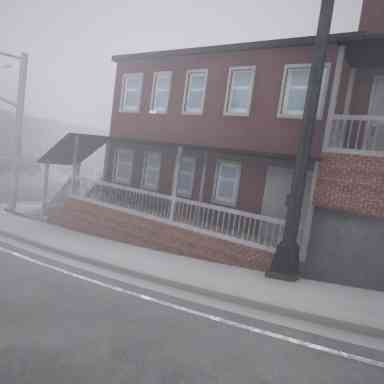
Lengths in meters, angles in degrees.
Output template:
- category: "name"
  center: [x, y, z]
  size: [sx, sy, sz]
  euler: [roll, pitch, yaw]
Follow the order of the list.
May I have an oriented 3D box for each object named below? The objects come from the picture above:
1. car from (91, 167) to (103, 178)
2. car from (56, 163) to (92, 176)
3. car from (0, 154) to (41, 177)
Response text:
- category: "car"
  center: [-10.347, -2.495, 44.128]
  size: [1.882, 1.535, 5.008]
  euler: [11, 6, 35]
- category: "car"
  center: [-15.163, -3.034, 43.368]
  size: [1.837, 1.490, 4.892]
  euler: [11, 6, 35]
- category: "car"
  center: [-18.030, -2.756, 33.395]
  size: [2.150, 2.045, 5.566]
  euler: [11, 7, 36]
